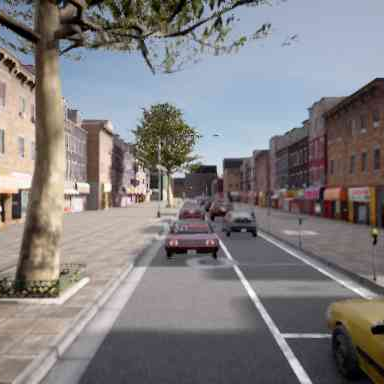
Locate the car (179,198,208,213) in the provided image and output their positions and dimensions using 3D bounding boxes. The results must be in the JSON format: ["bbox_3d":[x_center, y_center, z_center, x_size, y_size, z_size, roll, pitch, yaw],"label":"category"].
[{"bbox_3d":[0.005,1.624,28.442,2.097,1.767,4.553,0,-1,0],"label":"car"}]

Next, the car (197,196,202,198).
[{"bbox_3d":[2.625,1.895,63.482,2.192,1.841,5.009,1,0,0],"label":"car"}]

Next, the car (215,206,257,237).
[{"bbox_3d":[2.639,1.740,19.153,2.008,1.369,4.403,1,-1,0],"label":"car"}]

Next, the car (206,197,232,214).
[{"bbox_3d":[2.638,1.604,30.237,2.192,1.841,5.009,1,-1,0],"label":"car"}]

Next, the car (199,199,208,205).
[{"bbox_3d":[2.617,2.221,74.561,1.887,1.381,4.507,1,0,0],"label":"car"}]

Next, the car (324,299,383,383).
[{"bbox_3d":[2.645,1.555,2.700,1.752,1.417,4.829,1,-1,0],"label":"car"}]

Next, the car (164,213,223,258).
[{"bbox_3d":[0.008,1.735,13.276,1.895,1.301,4.718,0,-1,0],"label":"car"}]
